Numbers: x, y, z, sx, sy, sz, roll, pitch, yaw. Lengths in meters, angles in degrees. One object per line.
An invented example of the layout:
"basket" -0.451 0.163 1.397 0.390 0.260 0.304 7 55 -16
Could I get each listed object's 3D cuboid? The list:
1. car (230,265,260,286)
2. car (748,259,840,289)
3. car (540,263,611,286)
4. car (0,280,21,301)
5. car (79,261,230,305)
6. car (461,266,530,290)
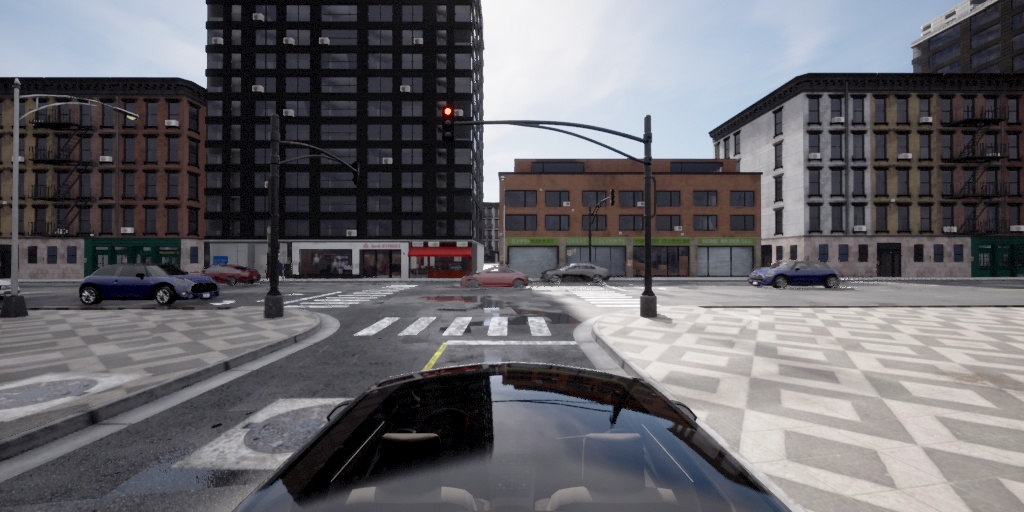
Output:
"car" -20.372 1.352 25.213 4.674 1.442 1.812 0 0 0
"car" 17.217 1.079 22.083 4.553 1.767 2.097 0 0 0
"car" 4.459 1.271 25.292 4.902 1.511 2.128 0 0 0
"car" -24.098 1.279 15.252 4.674 1.442 1.812 0 0 0
"car" -15.217 1.088 15.257 4.553 1.767 2.097 0 0 1
"car" -1.014 1.327 22.022 4.181 1.385 1.994 0 0 0
